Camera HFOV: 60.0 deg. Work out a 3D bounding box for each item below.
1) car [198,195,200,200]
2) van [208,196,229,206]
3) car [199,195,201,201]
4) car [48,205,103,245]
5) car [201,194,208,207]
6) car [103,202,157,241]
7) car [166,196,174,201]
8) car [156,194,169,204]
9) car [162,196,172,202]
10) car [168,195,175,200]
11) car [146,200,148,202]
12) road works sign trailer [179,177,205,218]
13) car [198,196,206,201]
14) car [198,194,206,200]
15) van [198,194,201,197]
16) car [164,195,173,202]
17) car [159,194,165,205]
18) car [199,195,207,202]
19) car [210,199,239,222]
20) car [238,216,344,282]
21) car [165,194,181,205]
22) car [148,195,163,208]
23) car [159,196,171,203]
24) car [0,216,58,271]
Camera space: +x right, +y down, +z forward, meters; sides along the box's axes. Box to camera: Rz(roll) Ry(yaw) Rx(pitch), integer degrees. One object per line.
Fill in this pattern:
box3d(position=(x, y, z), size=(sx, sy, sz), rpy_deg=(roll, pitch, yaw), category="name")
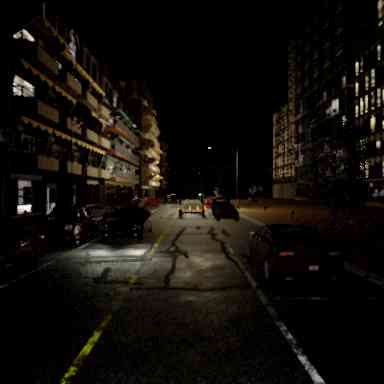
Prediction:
box3d(position=(2.694, 1.599, 64.830), size=(1.802, 1.307, 4.206), rpy_deg=(0, 0, 0), category="car")
box3d(position=(2.689, 1.336, 31.670), size=(1.690, 1.788, 3.998), rpy_deg=(0, 0, 0), category="van")
box3d(position=(2.693, 1.594, 59.304), size=(1.802, 1.307, 4.206), rpy_deg=(0, 0, 0), category="car")
box3d(position=(-5.694, 1.435, 15.092), size=(1.967, 1.590, 4.097), rpy_deg=(0, 0, 0), category="car")
box3d(position=(2.691, 1.444, 48.250), size=(1.967, 1.590, 4.097), rpy_deg=(0, 0, 0), category="car")
box3d(position=(-3.098, 1.472, 16.760), size=(1.882, 1.535, 5.008), rpy_deg=(0, 0, 0), category="car")
box3d(position=(-5.682, 1.611, 86.938), size=(1.947, 1.339, 4.313), rpy_deg=(0, 0, 0), category="car")
box3d(position=(-5.688, 1.333, 64.832), size=(2.192, 1.841, 5.009), rpy_deg=(0, 0, 0), category="car")
box3d(position=(-5.684, 1.581, 75.886), size=(2.008, 1.369, 4.403), rpy_deg=(0, 0, 0), category="car")
box3d(position=(-5.682, 1.599, 92.465), size=(1.887, 1.381, 4.507), rpy_deg=(0, 0, 0), category="car")
box3d(position=(-5.690, 1.540, 31.671), size=(1.887, 1.381, 4.507), rpy_deg=(0, 0, 0), category="car")
box3d(position=(0.003, 0.459, 29.669), size=(2.380, 3.560, 2.880), rpy_deg=(0, 0, 0), category="road works sign trailer")
box3d(position=(2.698, 1.611, 86.937), size=(1.947, 1.339, 4.313), rpy_deg=(0, 0, 0), category="car")
box3d(position=(2.698, 1.495, 92.464), size=(1.967, 1.590, 4.097), rpy_deg=(0, 0, 0), category="car")
box3d(position=(2.695, 1.371, 75.884), size=(1.690, 1.788, 3.998), rpy_deg=(0, 0, 0), category="van")
box3d(position=(-5.684, 1.477, 81.411), size=(1.967, 1.590, 4.097), rpy_deg=(0, 0, 0), category="car")
box3d(position=(-5.687, 1.538, 59.136), size=(1.752, 1.417, 4.829), rpy_deg=(0, 0, 0), category="car")
box3d(position=(2.697, 1.563, 81.580), size=(1.752, 1.417, 4.829), rpy_deg=(0, 0, 0), category="car")
box3d(position=(2.689, 1.519, 26.314), size=(1.752, 1.417, 4.829), rpy_deg=(0, 0, 0), category="car")
box3d(position=(2.686, 1.541, 9.565), size=(1.887, 1.381, 4.507), rpy_deg=(0, 0, 0), category="car")
box3d(position=(-3.048, 1.363, 57.855), size=(2.097, 1.767, 4.553), rpy_deg=(0, 0, 1), category="car")
box3d(position=(-5.688, 1.548, 48.252), size=(1.887, 1.381, 4.507), rpy_deg=(0, 0, 0), category="car")
box3d(position=(-5.684, 1.574, 70.359), size=(2.008, 1.369, 4.403), rpy_deg=(0, 0, 0), category="car")
box3d(position=(-5.694, 1.579, 9.566), size=(1.802, 1.307, 4.206), rpy_deg=(0, 0, 0), category="car")
